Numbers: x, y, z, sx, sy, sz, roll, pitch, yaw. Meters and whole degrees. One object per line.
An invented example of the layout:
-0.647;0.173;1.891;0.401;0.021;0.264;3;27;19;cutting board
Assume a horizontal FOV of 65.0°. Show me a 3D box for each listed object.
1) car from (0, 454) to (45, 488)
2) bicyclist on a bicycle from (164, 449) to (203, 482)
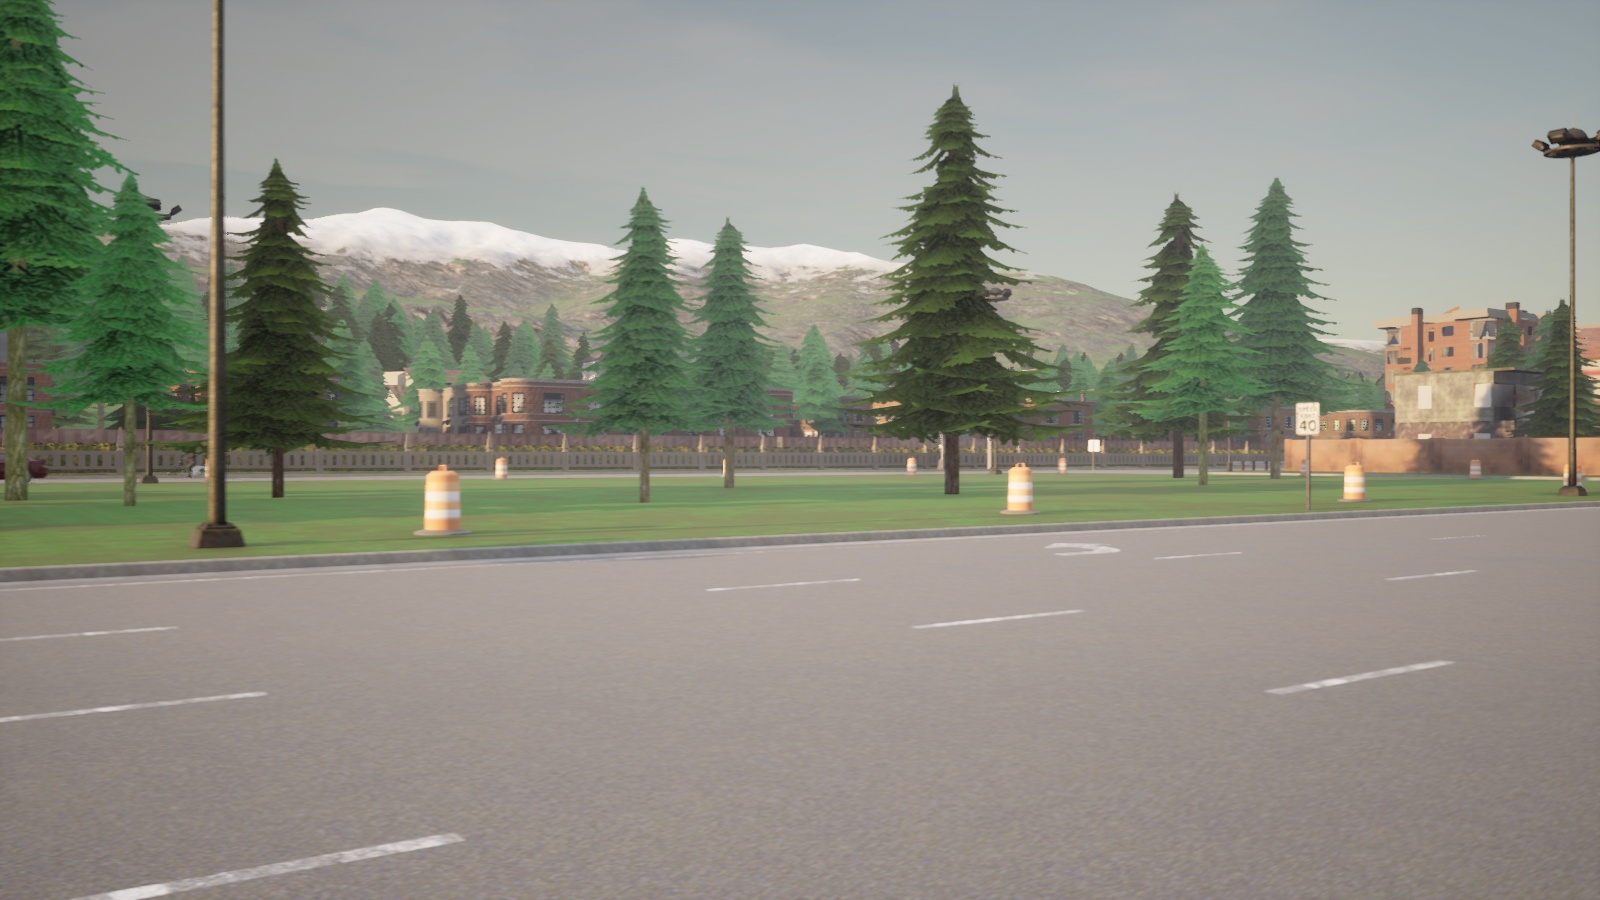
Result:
-37.226;0.941;56.973;5.008;1.535;1.882;0;0;-35;car
-33.463;0.853;68.153;1.843;1.776;0.659;0;0;-35;bicyclist on a bicycle
